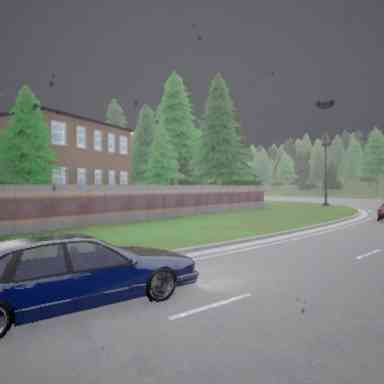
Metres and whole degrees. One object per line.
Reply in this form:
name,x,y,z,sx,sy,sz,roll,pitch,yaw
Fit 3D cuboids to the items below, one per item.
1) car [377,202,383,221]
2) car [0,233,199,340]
car,14.095,1.200,22.946,1.994,1.385,4.181,0,1,36
car,-2.450,1.526,6.320,5.357,1.411,2.033,-1,1,-38
